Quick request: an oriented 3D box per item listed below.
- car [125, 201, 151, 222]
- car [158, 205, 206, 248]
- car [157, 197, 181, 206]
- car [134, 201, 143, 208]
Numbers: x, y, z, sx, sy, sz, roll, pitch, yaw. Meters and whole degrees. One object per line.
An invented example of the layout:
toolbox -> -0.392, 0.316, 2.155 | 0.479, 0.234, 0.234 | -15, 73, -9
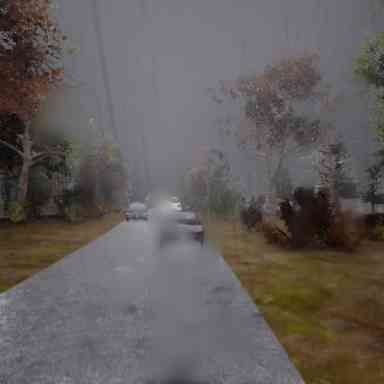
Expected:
car -> -4.644, 1.725, 28.681 | 1.837, 1.490, 4.892 | 0, -1, -7
car -> -0.470, 1.566, 15.171 | 2.128, 1.511, 4.902 | 0, 0, -3
car -> -2.361, 1.540, 34.176 | 2.150, 2.045, 5.566 | 0, -1, -8
car -> -11.100, 2.590, 68.805 | 1.882, 1.535, 5.008 | 0, -2, -10
